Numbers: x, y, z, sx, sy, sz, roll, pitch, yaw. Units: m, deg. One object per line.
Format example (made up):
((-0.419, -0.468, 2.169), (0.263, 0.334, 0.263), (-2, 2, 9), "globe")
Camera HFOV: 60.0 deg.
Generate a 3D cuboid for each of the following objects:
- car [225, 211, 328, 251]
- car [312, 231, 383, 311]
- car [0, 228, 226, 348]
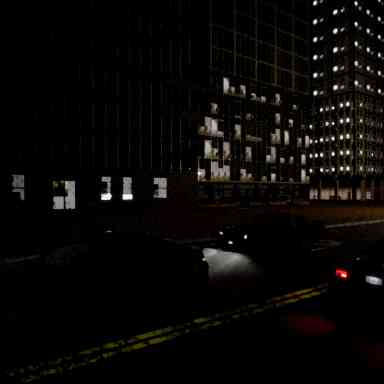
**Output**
((3.636, 1.546, 14.261), (5.357, 1.411, 2.033), (0, 0, -35), "car")
((5.118, 1.547, 7.088), (5.357, 1.411, 2.033), (0, 0, -35), "car")
((-1.767, 1.525, 6.401), (4.674, 1.442, 1.812), (0, 0, -36), "car")
